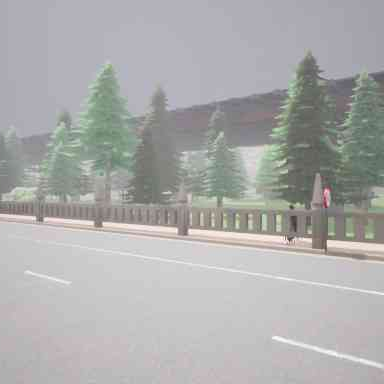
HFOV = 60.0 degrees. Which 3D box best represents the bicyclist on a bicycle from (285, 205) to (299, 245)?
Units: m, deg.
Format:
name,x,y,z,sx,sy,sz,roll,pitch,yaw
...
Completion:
name,x,y,z,sx,sy,sz,roll,pitch,yaw
bicyclist on a bicycle,4.112,1.344,13.594,0.582,1.620,1.656,0,-3,35
